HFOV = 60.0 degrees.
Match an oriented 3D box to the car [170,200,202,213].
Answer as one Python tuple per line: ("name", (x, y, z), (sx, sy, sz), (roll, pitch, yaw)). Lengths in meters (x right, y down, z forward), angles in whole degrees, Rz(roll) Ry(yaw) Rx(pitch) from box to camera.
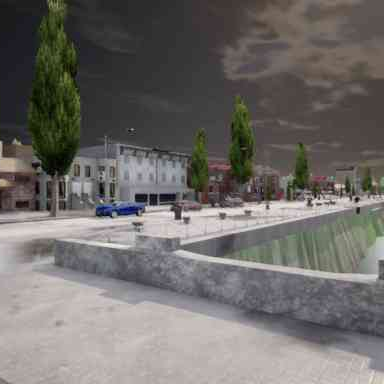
("car", (-0.649, 1.573, 38.000), (1.994, 1.385, 4.181), (0, 0, 35))

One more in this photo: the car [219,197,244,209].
("car", (5.584, 1.514, 46.723), (1.837, 1.490, 4.892), (0, 0, 36))

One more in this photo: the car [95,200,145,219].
("car", (-6.371, 1.487, 29.947), (1.882, 1.535, 5.008), (0, 0, 35))
